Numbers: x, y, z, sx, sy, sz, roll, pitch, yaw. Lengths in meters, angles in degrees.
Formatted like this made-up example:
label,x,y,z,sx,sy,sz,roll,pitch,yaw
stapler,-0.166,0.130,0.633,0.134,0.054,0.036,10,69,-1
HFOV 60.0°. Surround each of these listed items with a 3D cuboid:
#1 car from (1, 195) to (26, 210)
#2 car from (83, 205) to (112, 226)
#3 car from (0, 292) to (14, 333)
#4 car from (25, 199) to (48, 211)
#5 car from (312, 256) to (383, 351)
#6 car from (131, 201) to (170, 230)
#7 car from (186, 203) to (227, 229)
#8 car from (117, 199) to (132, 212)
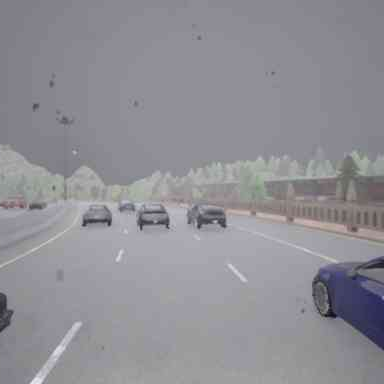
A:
label,x,y,z,sx,sy,sz,roll,pitch,yaw
car,-25.107,1.432,47.679,2.150,2.045,5.566,0,0,-17
car,-6.884,1.624,24.307,1.994,1.385,4.181,0,0,-15
car,-3.539,1.565,2.532,2.033,1.411,5.357,0,0,-2
car,-20.293,1.774,43.983,1.895,1.301,4.718,0,0,-17
car,3.288,1.515,4.456,1.812,1.442,4.674,0,0,-3
car,-2.617,1.523,21.671,2.128,1.511,4.902,0,0,-12
car,0.869,1.515,22.021,1.837,1.490,4.892,0,0,-12
car,-7.867,1.607,40.054,1.812,1.442,4.674,0,0,-17
